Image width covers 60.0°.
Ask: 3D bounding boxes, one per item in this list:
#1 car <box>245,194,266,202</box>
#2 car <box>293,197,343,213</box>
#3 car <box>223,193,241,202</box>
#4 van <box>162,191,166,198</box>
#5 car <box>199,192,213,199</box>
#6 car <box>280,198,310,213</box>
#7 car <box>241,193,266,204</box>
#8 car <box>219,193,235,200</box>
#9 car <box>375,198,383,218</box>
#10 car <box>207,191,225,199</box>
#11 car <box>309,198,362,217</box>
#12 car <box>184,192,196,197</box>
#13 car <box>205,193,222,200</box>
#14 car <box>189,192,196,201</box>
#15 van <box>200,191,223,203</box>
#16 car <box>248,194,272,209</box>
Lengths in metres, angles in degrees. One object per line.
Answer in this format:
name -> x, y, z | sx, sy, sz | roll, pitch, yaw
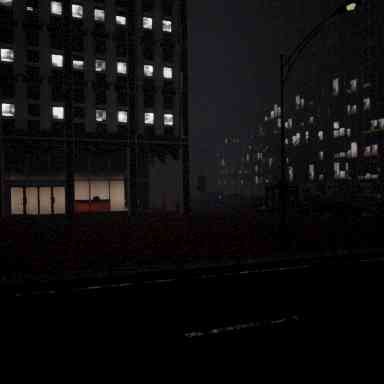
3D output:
car -> 11.139, 1.059, 58.928 | 1.802, 1.307, 4.206 | 0, 1, -20
car -> 13.392, 1.320, 35.727 | 2.033, 1.411, 5.357 | -1, 1, -20
car -> 7.924, 1.023, 60.174 | 1.812, 1.442, 4.674 | -1, 1, -20
van -> -6.430, 0.687, 82.785 | 1.690, 1.788, 3.998 | 0, 1, -20
car -> 3.386, 0.706, 80.299 | 1.967, 1.590, 4.097 | 0, 1, -20
car -> 10.908, 1.399, 34.665 | 1.802, 1.307, 4.206 | 0, 1, -20
car -> 9.425, 1.216, 46.681 | 2.033, 1.411, 5.357 | -1, 1, -20
car -> 7.263, 0.954, 69.615 | 1.802, 1.307, 4.206 | 0, 1, -20
car -> 16.907, 1.216, 26.077 | 2.097, 1.767, 4.553 | -1, 1, -21
car -> 5.324, 0.634, 74.955 | 2.192, 1.841, 5.009 | 0, 1, -20
car -> 12.829, 1.434, 29.314 | 1.947, 1.339, 4.313 | 0, 1, -20
car -> -0.489, 0.710, 90.985 | 2.008, 1.369, 4.403 | 0, 1, -20
car -> 4.502, 0.930, 69.608 | 1.812, 1.442, 4.674 | -1, 1, -20
car -> -0.615, 1.056, 66.758 | 2.008, 1.369, 4.403 | 0, 1, -20
van -> 3.261, 0.952, 56.070 | 1.690, 1.788, 3.998 | 0, 1, -20
car -> 9.025, 1.331, 40.027 | 1.947, 1.339, 4.313 | 0, 1, -20
